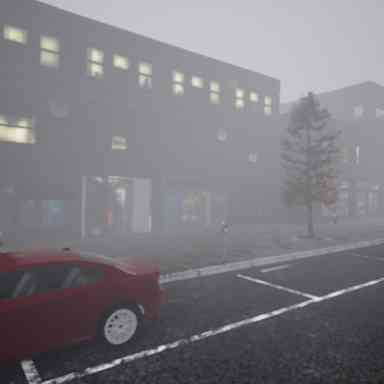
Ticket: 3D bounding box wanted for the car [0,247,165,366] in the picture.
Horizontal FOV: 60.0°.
[{"bbox_3d":[-2.552,1.546,4.725,4.507,1.381,1.887,0,1,-35],"label":"car"}]
